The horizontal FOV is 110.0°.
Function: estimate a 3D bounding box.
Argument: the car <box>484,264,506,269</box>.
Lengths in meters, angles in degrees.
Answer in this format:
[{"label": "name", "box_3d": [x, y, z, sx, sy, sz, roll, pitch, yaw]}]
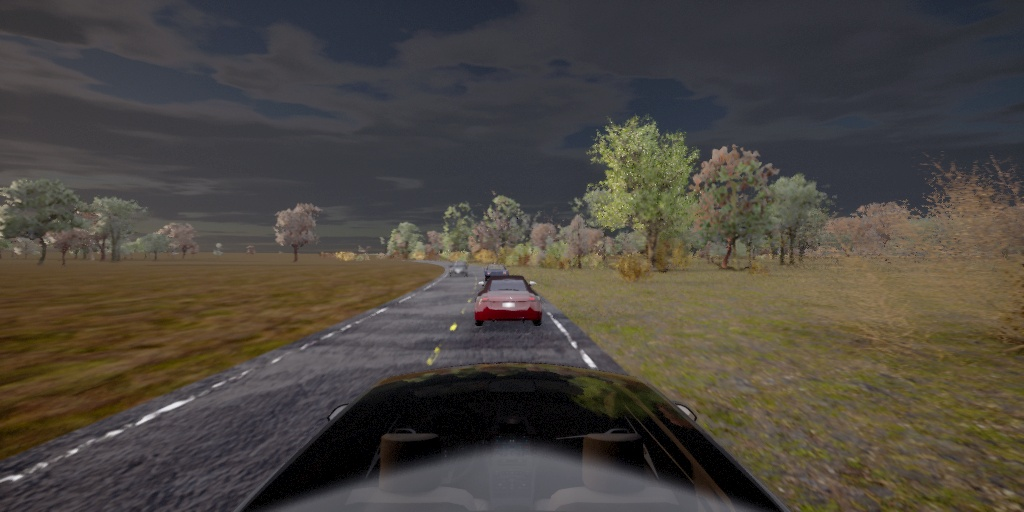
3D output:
[{"label": "car", "box_3d": [-1.384, 1.350, 29.681, 1.895, 1.301, 4.718, 0, 0, -6]}]

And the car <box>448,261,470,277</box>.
[{"label": "car", "box_3d": [-5.309, 1.246, 35.902, 2.128, 1.511, 4.902, 0, 0, -7]}]

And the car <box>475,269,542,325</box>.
[{"label": "car", "box_3d": [-0.166, 1.314, 11.851, 1.994, 1.385, 4.181, 0, 0, -2]}]
